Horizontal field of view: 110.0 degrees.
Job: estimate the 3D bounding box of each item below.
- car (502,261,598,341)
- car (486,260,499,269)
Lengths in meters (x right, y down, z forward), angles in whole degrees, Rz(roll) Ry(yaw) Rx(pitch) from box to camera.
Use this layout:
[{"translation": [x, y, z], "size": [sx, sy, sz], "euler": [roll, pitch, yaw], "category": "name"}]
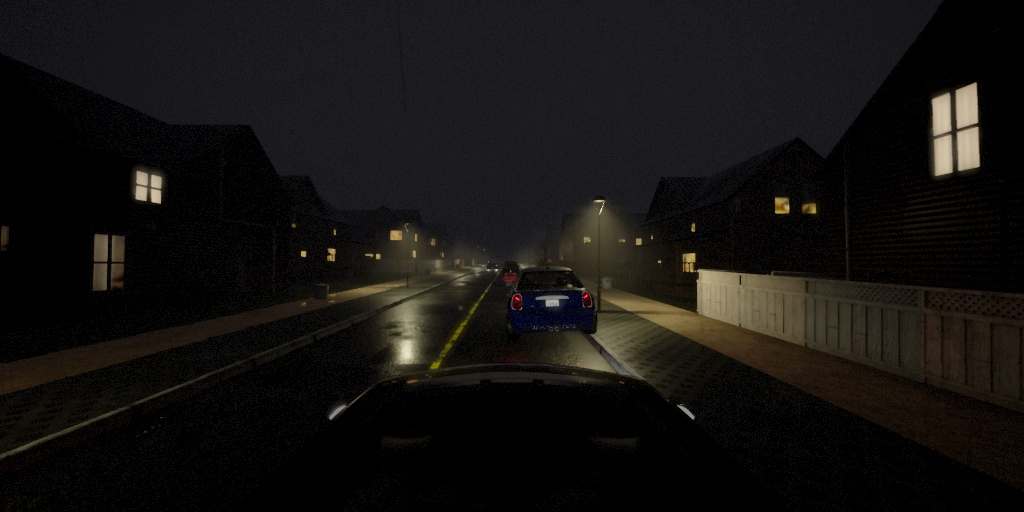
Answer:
[{"translation": [0.884, 1.078, 10.085], "size": [2.097, 1.767, 4.553], "euler": [-2, 0, 0], "category": "car"}, {"translation": [-3.073, 1.404, 57.615], "size": [2.033, 1.411, 5.357], "euler": [0, 0, 0], "category": "car"}]
